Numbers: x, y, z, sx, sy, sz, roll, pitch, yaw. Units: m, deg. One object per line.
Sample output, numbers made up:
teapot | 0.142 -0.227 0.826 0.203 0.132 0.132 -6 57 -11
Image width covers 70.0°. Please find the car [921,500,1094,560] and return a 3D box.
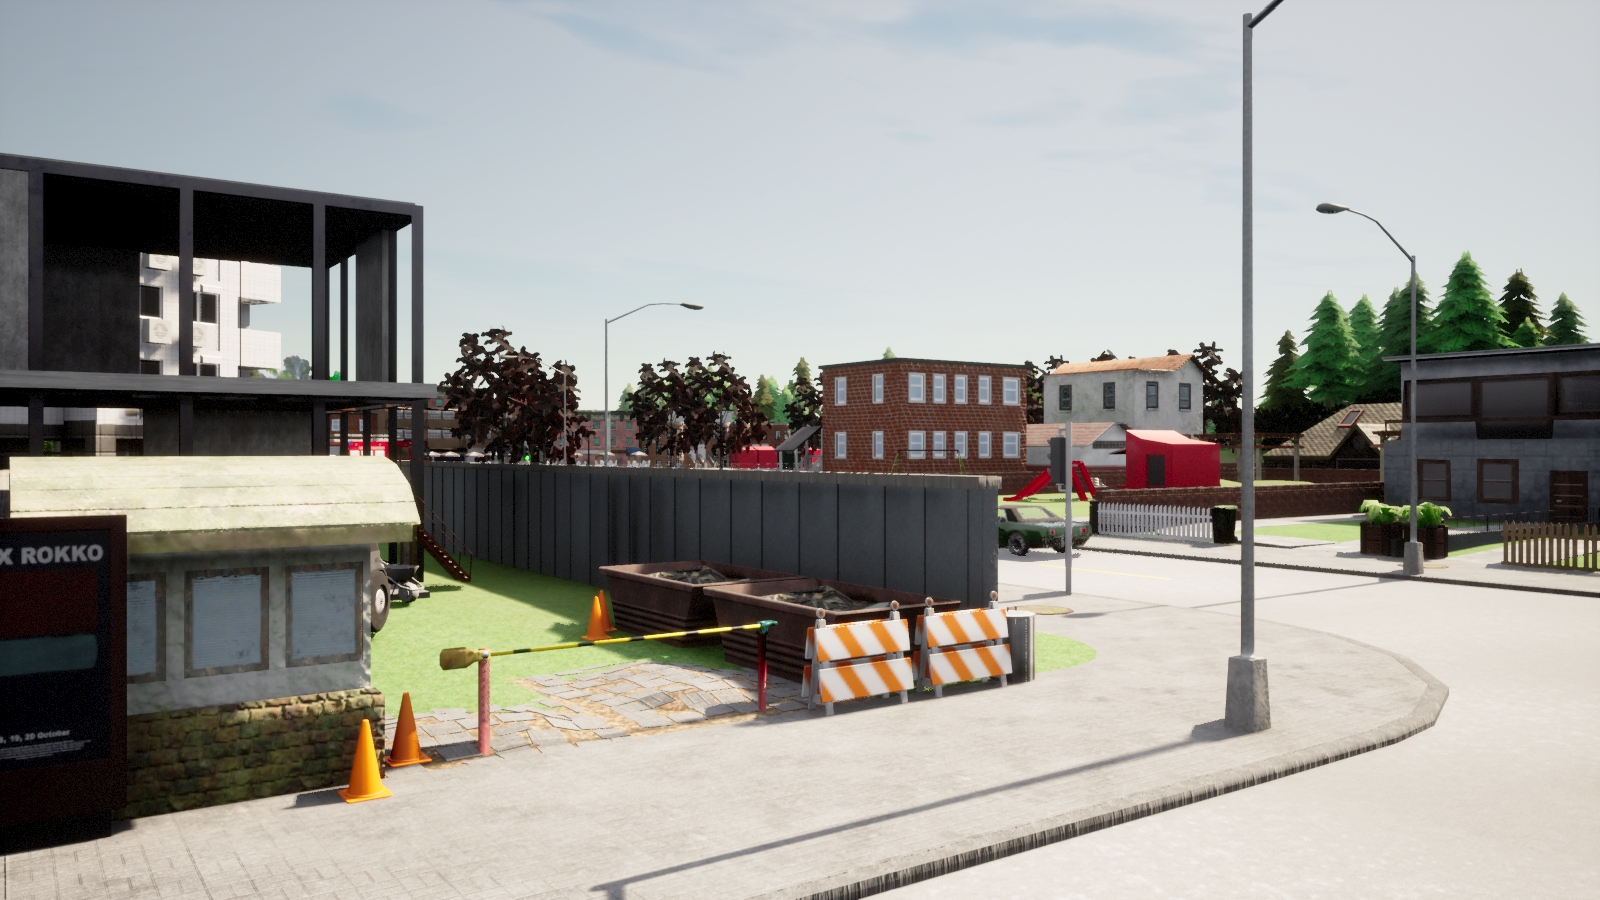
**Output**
car | 5.613 2.146 31.444 1.895 1.301 4.718 0 0 -35
